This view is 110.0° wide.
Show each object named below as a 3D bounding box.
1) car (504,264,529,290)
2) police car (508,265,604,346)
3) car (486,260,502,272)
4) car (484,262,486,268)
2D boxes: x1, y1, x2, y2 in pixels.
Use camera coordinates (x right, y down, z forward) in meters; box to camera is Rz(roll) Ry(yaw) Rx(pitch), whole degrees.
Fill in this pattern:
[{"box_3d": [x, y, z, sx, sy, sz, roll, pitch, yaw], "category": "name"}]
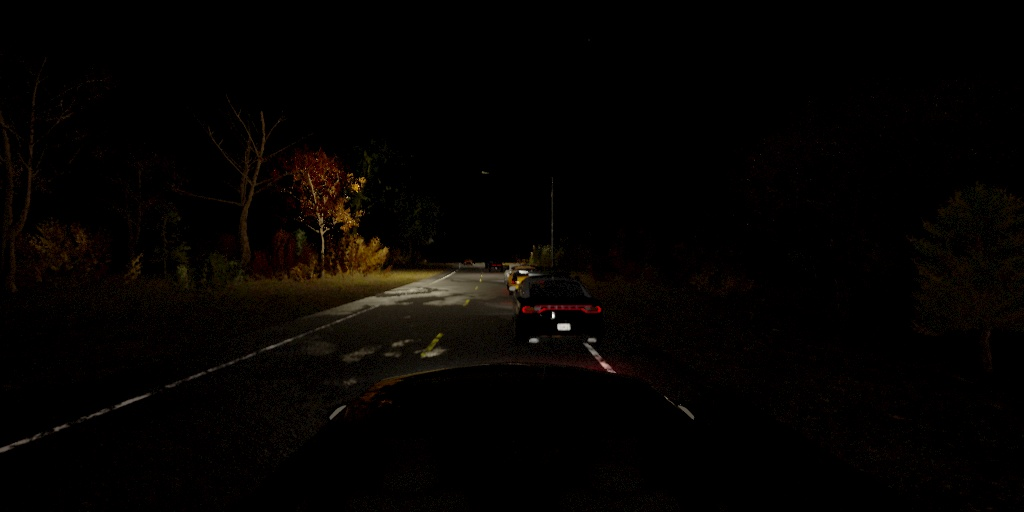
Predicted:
[{"box_3d": [0.681, 1.242, 19.733, 1.801, 1.575, 5.366, 0, 0, -2], "category": "car"}, {"box_3d": [0.971, 1.192, 9.601, 1.930, 1.638, 5.238, 0, 0, -1], "category": "police car"}, {"box_3d": [-2.191, 1.340, 47.560, 1.837, 1.490, 4.892, 0, 0, -5], "category": "car"}, {"box_3d": [-3.516, 1.379, 59.796, 1.812, 1.442, 4.674, 0, 0, -7], "category": "car"}]
